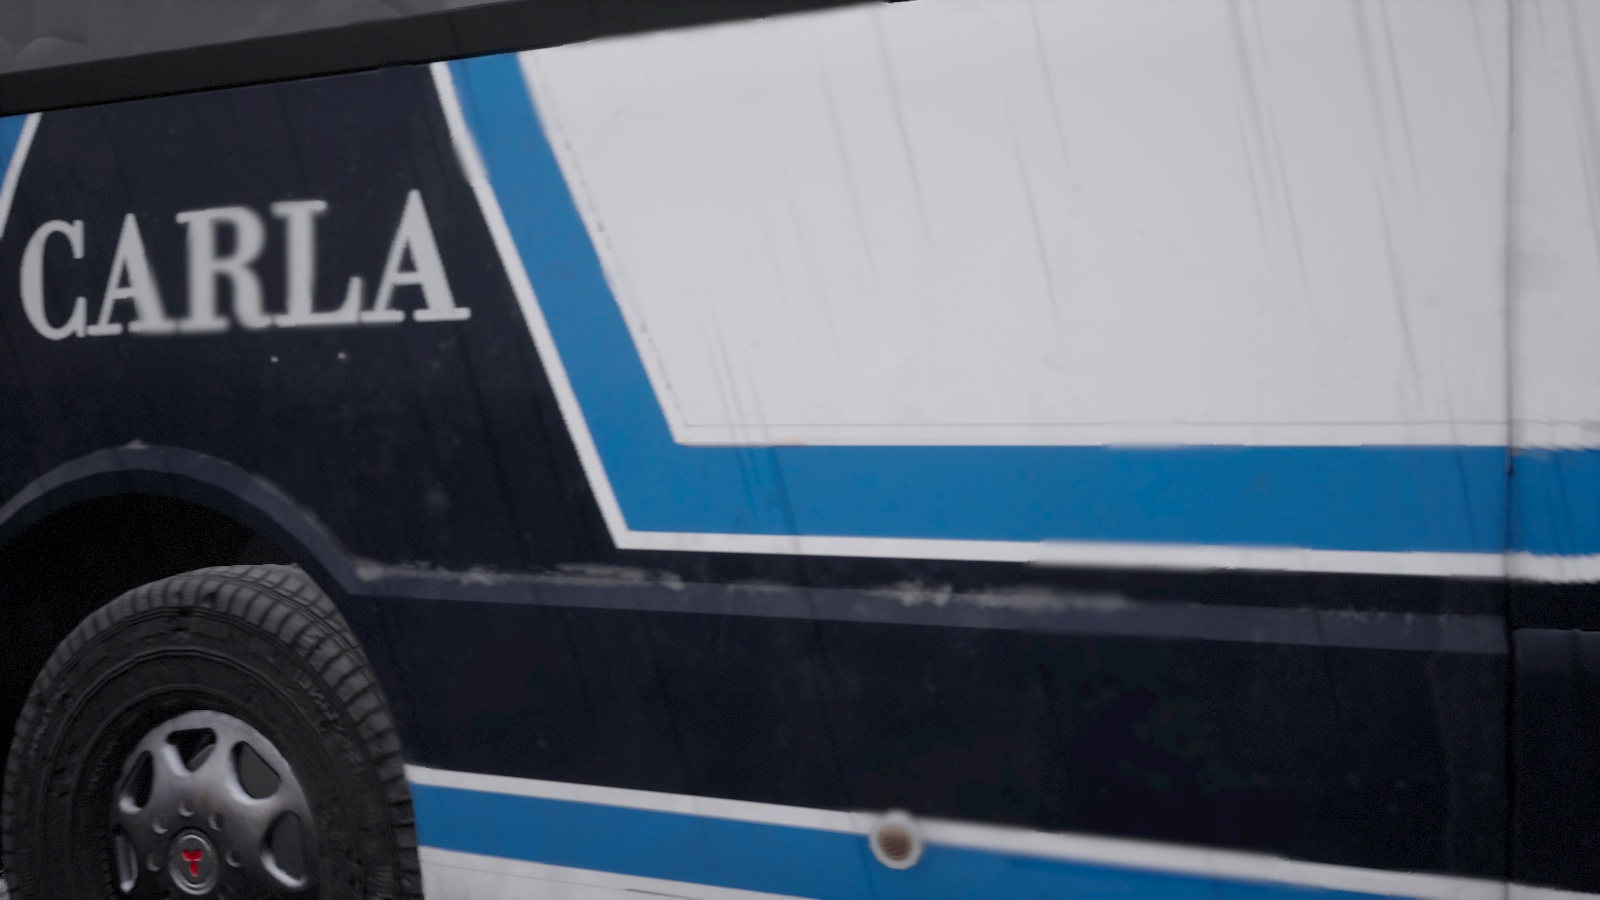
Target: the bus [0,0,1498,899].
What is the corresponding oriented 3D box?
[{"bbox_3d":[-3.336,-0.644,5.060,10.273,4.253,3.944,1,1,20],"label":"bus"}]
